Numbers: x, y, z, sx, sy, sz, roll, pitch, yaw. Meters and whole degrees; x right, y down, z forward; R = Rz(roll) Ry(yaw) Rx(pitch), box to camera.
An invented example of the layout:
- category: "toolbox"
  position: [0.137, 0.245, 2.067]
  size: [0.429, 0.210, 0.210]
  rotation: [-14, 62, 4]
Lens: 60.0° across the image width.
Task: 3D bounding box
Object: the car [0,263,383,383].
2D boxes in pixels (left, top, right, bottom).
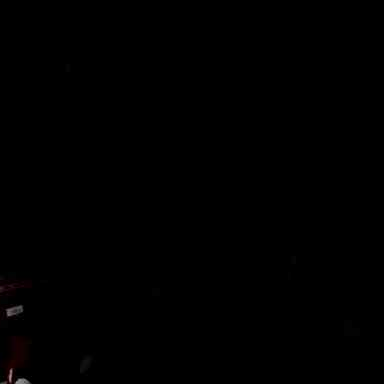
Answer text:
- category: "car"
  position: [0.180, 1.544, 2.816]
  size: [4.507, 1.381, 1.887]
  rotation: [0, 1, 35]

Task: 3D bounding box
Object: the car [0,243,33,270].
- category: "car"
  position: [-4.314, 1.542, 5.996]
  size: [4.507, 1.381, 1.887]
  rotation: [0, 1, 35]
